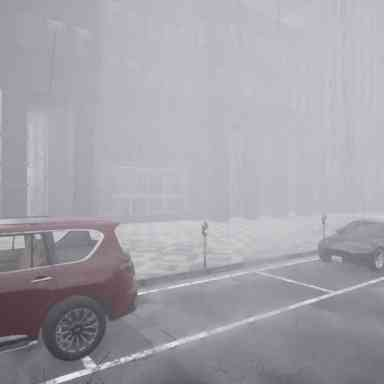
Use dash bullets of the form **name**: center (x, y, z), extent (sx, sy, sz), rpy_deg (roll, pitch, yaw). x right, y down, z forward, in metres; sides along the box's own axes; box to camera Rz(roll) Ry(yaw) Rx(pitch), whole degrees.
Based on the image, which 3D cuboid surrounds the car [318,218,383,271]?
- **car**: center (5.971, 1.567, 10.912), extent (4.313, 1.339, 1.947), rpy_deg (0, 0, -36)

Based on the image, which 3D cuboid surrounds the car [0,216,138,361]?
- **car**: center (-3.160, 1.315, 4.395), extent (5.009, 1.841, 2.192), rpy_deg (0, 0, -36)
